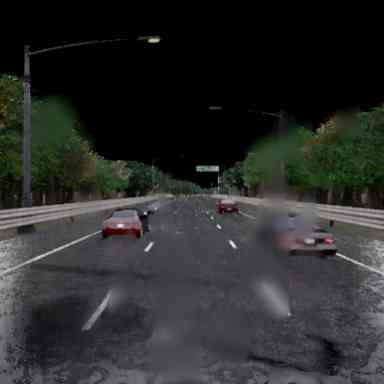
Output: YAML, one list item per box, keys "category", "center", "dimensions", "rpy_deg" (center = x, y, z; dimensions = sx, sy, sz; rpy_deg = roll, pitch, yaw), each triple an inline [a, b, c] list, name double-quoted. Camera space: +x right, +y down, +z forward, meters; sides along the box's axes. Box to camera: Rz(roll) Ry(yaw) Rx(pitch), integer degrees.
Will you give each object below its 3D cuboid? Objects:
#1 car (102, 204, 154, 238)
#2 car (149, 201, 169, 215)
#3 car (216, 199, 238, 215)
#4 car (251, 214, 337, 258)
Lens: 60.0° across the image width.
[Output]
- category: "car"
  center: [-3.404, 1.563, 17.800]
  dimensions: [1.994, 1.385, 4.181]
  rpy_deg: [0, 0, 0]
- category: "car"
  center: [-3.408, 1.561, 33.637]
  dimensions: [1.994, 1.385, 4.181]
  rpy_deg: [0, 0, 0]
- category: "car"
  center: [3.592, 1.475, 34.564]
  dimensions: [1.882, 1.535, 5.008]
  rpy_deg: [0, 0, 0]
- category: "car"
  center: [3.596, 1.547, 12.643]
  dimensions: [2.033, 1.411, 5.357]
  rpy_deg: [0, 0, 0]
